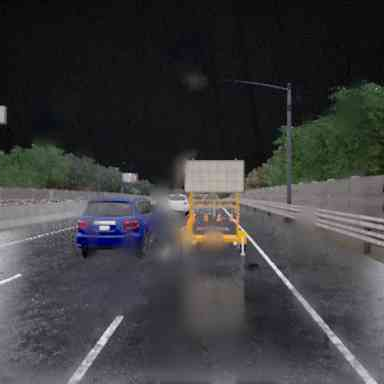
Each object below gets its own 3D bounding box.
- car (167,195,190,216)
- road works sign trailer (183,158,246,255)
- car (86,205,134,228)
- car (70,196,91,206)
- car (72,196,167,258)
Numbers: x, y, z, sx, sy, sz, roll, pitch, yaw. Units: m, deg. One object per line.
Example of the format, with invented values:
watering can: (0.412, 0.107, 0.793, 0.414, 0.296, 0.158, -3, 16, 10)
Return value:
car: (-1.356, 1.292, 34.109, 2.150, 2.045, 5.566, 0, -1, 3)
road works sign trailer: (0.881, 0.446, 13.192, 2.380, 3.560, 2.880, 0, 0, 3)
car: (-5.490, 1.600, 22.888, 1.895, 1.301, 4.718, 0, 0, 3)
car: (-20.904, 1.635, 62.685, 2.097, 1.767, 4.553, 0, -1, 4)
car: (-2.545, 1.201, 12.928, 2.150, 2.045, 5.566, 0, 0, 3)
